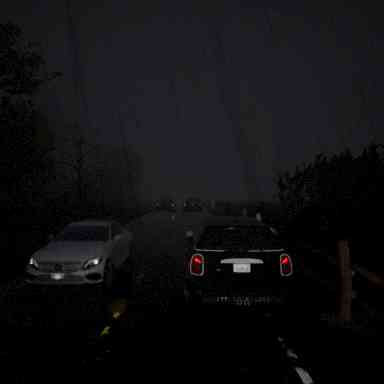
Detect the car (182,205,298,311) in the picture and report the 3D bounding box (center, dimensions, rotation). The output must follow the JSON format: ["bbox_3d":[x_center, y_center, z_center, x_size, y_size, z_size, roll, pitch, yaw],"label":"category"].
[{"bbox_3d":[0.898,1.350,7.940,2.097,1.767,4.553,0,0,1],"label":"car"}]

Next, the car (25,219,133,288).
[{"bbox_3d":[-2.854,1.524,9.402,1.812,1.442,4.674,0,0,0],"label":"car"}]

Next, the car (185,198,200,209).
[{"bbox_3d":[0.046,1.565,45.351,1.895,1.301,4.718,0,0,0],"label":"car"}]

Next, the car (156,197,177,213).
[{"bbox_3d":[-2.761,1.329,36.574,2.097,1.767,4.553,0,0,0],"label":"car"}]

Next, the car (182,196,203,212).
[{"bbox_3d":[0.063,1.331,35.387,2.097,1.767,4.553,0,0,0],"label":"car"}]
